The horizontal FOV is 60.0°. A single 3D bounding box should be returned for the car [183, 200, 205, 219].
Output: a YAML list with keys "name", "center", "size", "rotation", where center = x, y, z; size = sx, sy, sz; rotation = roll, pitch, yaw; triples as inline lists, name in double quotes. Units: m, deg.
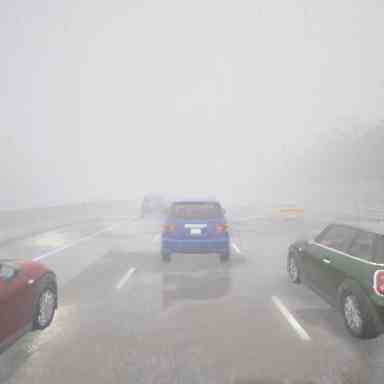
- name: "car"
  center: [0.205, 1.559, 30.747]
  size: [1.837, 1.490, 4.892]
  rotation: [0, 0, 0]

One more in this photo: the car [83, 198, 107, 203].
- name: "car"
  center: [-13.807, 1.596, 48.856]
  size: [2.128, 1.511, 4.902]
  rotation: [0, 0, 1]

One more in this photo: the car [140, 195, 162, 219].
- name: "car"
  center: [-3.299, 1.274, 30.221]
  size: [2.150, 2.045, 5.566]
  rotation: [0, 0, 0]

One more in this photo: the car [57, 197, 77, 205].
- name: "car"
  center: [-20.696, 1.626, 56.831]
  size: [1.837, 1.490, 4.892]
  rotation: [0, 0, 1]

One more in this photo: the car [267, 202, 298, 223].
- name: "car"
  center: [7.100, 1.520, 25.769]
  size: [1.882, 1.535, 5.008]
  rotation: [0, 0, 1]

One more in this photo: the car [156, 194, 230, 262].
- name: "car"
  center: [0.120, 1.235, 12.323]
  size: [2.150, 2.045, 5.566]
  rotation: [0, 0, 0]

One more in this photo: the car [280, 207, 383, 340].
- name: "car"
  center: [3.507, 1.358, 6.728]
  size: [2.097, 1.767, 4.553]
  rotation: [0, 0, 0]

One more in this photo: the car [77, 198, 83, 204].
- name: "car"
  center: [-17.210, 1.685, 56.125]
  size: [1.994, 1.385, 4.181]
  rotation: [0, 0, 1]

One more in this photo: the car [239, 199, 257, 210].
- name: "car"
  center: [7.293, 1.620, 43.820]
  size: [1.812, 1.442, 4.674]
  rotation: [0, 0, 1]

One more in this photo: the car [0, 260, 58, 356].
- name: "car"
  center: [-3.395, 1.355, 4.011]
  size: [2.097, 1.767, 4.553]
  rotation: [0, 0, 0]

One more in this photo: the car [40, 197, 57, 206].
- name: "car"
  center: [-24.191, 1.647, 56.734]
  size: [1.812, 1.442, 4.674]
  rotation: [0, 0, 1]
